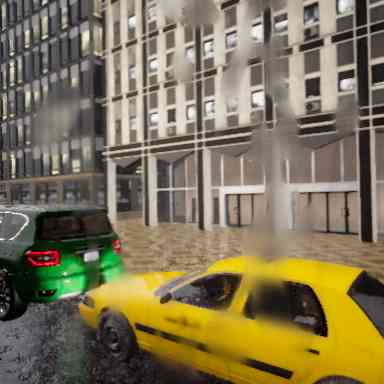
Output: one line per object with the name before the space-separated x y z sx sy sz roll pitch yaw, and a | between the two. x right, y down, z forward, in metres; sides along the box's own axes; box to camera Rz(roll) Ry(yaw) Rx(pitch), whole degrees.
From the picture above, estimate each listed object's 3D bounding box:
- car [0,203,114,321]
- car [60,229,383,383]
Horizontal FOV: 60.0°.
car | -4.010 1.285 7.639 5.566 2.045 2.150 0 0 36
car | 0.735 1.478 4.231 5.366 1.575 1.801 0 0 36
